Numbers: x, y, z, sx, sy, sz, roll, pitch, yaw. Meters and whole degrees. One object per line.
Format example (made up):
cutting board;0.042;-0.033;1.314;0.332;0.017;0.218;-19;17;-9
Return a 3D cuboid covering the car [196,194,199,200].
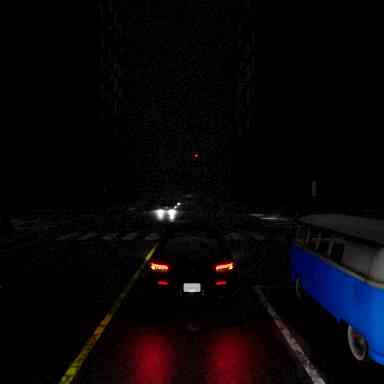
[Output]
car;2.356;1.521;66.789;1.887;1.381;4.507;0;0;-1

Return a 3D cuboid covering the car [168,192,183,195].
car;-3.532;1.326;68.313;2.097;1.767;4.553;0;0;0

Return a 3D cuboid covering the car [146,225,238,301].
car;0.001;1.525;8.175;1.812;1.442;4.674;0;0;0

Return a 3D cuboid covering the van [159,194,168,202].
van;-6.244;1.312;72.198;1.690;1.788;3.998;0;0;-1

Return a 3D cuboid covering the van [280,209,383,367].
van;2.855;1.341;5.497;1.690;1.788;3.998;0;0;0

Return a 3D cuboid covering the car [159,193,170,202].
car;-6.319;1.280;77.724;2.192;1.841;5.009;0;0;-1

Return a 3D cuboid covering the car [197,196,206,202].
car;2.206;1.547;77.839;1.802;1.307;4.206;0;0;-1

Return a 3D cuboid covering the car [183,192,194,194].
car;-0.737;1.077;84.243;2.150;2.045;5.566;0;0;-1

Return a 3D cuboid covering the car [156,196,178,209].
car;-3.299;1.592;44.706;1.895;1.301;4.718;0;0;-1

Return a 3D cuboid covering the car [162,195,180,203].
car;-3.425;1.550;54.662;1.994;1.385;4.181;0;0;-1

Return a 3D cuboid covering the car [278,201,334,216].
car;10.935;1.585;32.089;4.718;1.301;1.895;0;0;-1

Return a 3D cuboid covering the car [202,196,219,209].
car;2.653;1.516;44.857;1.752;1.417;4.829;0;0;-1

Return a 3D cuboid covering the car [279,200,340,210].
car;10.293;1.498;28.832;4.892;1.490;1.837;0;0;-1

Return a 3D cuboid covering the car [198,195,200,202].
car;2.506;1.536;55.737;2.008;1.369;4.403;0;0;-1

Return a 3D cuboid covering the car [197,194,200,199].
car;2.431;1.547;61.263;1.947;1.339;4.313;0;0;-1

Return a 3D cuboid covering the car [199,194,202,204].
car;2.580;1.428;50.212;1.967;1.590;4.097;0;0;-1

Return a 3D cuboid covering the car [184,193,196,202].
car;-0.603;1.562;74.243;1.895;1.301;4.718;0;0;-1

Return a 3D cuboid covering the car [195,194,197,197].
car;2.281;1.522;72.314;2.008;1.369;4.403;0;0;-1

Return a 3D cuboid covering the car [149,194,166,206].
car;-6.020;1.300;55.622;2.192;1.841;5.009;0;0;-1

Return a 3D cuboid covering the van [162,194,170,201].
van;-6.391;1.300;83.248;1.690;1.788;3.998;0;0;-1
